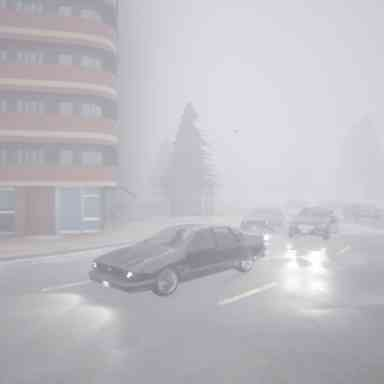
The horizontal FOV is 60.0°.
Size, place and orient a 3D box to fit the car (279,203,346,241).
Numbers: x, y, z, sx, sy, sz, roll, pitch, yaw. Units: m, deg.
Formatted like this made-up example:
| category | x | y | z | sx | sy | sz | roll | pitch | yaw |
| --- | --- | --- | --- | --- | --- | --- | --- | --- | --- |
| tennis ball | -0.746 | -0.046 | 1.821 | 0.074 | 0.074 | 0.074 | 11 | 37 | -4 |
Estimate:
| category | x | y | z | sx | sy | sz | roll | pitch | yaw |
| --- | --- | --- | --- | --- | --- | --- | --- | --- | --- |
| car | 6.438 | 1.541 | 17.339 | 2.128 | 1.511 | 4.902 | -1 | 0 | 31 |

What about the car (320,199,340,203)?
| category | x | y | z | sx | sy | sz | roll | pitch | yaw |
| --- | --- | --- | --- | --- | --- | --- | --- | --- | --- |
| car | 17.921 | 1.580 | 42.355 | 1.882 | 1.535 | 5.008 | 0 | 0 | -6 |

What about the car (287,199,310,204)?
| category | x | y | z | sx | sy | sz | roll | pitch | yaw |
| --- | --- | --- | --- | --- | --- | --- | --- | --- | --- |
| car | 14.087 | 1.618 | 44.894 | 1.882 | 1.535 | 5.008 | 0 | -1 | -9 |

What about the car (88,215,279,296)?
| category | x | y | z | sx | sy | sz | roll | pitch | yaw |
| --- | --- | --- | --- | --- | --- | --- | --- | --- | --- |
| car | 0.004 | 1.597 | 9.098 | 2.033 | 1.411 | 5.357 | -1 | 0 | 45 |

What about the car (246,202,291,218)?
| category | x | y | z | sx | sy | sz | roll | pitch | yaw |
| --- | --- | --- | --- | --- | --- | --- | --- | --- | --- |
| car | 4.722 | 1.629 | 21.337 | 2.033 | 1.411 | 5.357 | -1 | 0 | 25 |

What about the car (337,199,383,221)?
| category | x | y | z | sx | sy | sz | roll | pitch | yaw |
| --- | --- | --- | --- | --- | --- | --- | --- | --- | --- |
| car | 14.142 | 1.600 | 27.819 | 2.033 | 1.411 | 5.357 | 0 | 0 | 10 |
